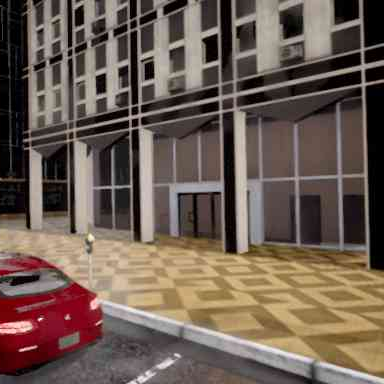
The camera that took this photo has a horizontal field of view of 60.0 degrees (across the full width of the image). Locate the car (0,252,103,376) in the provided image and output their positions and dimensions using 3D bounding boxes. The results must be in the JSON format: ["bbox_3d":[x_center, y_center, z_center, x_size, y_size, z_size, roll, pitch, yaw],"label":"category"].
[{"bbox_3d":[-3.131,1.607,5.129,4.206,1.307,1.802,0,-1,36],"label":"car"}]
